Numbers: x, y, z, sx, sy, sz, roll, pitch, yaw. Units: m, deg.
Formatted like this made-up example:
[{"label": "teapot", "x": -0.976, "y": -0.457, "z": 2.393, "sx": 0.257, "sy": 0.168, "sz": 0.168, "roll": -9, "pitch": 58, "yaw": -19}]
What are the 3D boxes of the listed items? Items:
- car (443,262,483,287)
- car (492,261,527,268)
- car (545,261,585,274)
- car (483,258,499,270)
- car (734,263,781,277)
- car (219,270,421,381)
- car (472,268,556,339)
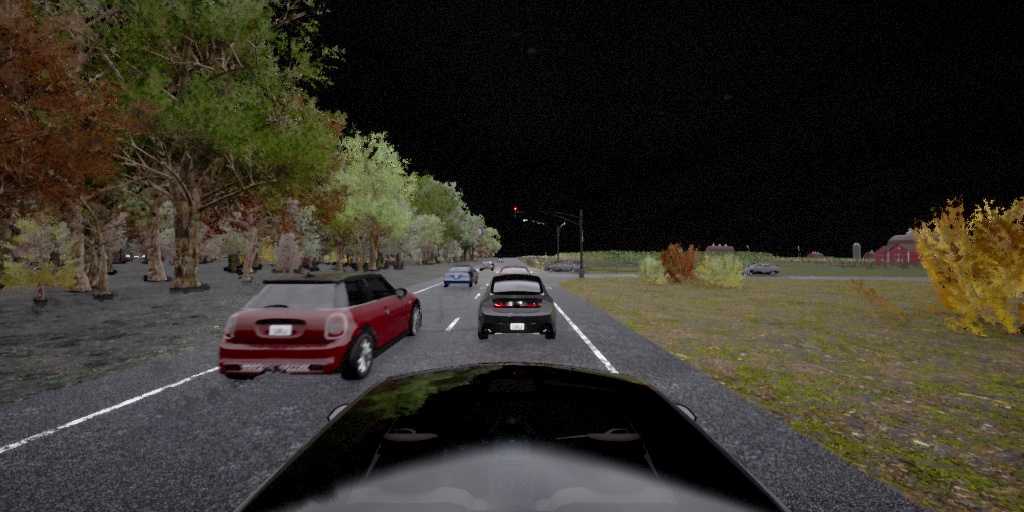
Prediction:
[{"label": "car", "x": -3.362, "y": 1.303, "z": 24.273, "sx": 2.033, "sy": 1.411, "sz": 5.357, "roll": 0, "pitch": 0, "yaw": 0}, {"label": "car", "x": 0.134, "y": 1.232, "z": 19.424, "sx": 1.882, "sy": 1.535, "sz": 5.008, "roll": 0, "pitch": 0, "yaw": 0}, {"label": "car", "x": 6.465, "y": 1.404, "z": 44.322, "sx": 4.902, "sy": 1.511, "sz": 2.128, "roll": 0, "pitch": -1, "yaw": 26}, {"label": "car", "x": -3.320, "y": 1.304, "z": 49.228, "sx": 2.033, "sy": 1.411, "sz": 5.357, "roll": 0, "pitch": 0, "yaw": 0}, {"label": "car", "x": 28.654, "y": 1.611, "z": 42.060, "sx": 4.902, "sy": 1.511, "sz": 2.128, "roll": 1, "pitch": -1, "yaw": 0}, {"label": "car", "x": -3.391, "y": 1.105, "z": 7.392, "sx": 2.097, "sy": 1.767, "sz": 4.553, "roll": 0, "pitch": 0, "yaw": 0}, {"label": "car", "x": 0.115, "y": 1.257, "z": 10.061, "sx": 1.837, "sy": 1.490, "sz": 4.892, "roll": 0, "pitch": 0, "yaw": 0}]
